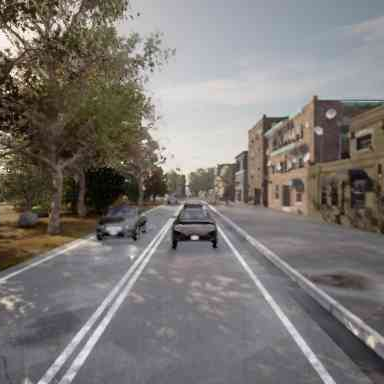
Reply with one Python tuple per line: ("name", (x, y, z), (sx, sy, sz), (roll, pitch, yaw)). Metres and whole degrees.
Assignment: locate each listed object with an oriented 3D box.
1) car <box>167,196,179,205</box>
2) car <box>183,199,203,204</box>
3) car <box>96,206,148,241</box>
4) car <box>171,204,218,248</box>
("car", (-3.313, 1.476, 57.281), (2.128, 1.511, 4.902), (0, 0, 0))
("car", (0.108, 1.459, 32.768), (1.882, 1.535, 5.008), (0, 0, 0))
("car", (-3.344, 1.486, 16.610), (2.128, 1.511, 4.902), (0, 0, 0))
("car", (0.104, 1.488, 14.857), (2.128, 1.511, 4.902), (0, 0, 0))
